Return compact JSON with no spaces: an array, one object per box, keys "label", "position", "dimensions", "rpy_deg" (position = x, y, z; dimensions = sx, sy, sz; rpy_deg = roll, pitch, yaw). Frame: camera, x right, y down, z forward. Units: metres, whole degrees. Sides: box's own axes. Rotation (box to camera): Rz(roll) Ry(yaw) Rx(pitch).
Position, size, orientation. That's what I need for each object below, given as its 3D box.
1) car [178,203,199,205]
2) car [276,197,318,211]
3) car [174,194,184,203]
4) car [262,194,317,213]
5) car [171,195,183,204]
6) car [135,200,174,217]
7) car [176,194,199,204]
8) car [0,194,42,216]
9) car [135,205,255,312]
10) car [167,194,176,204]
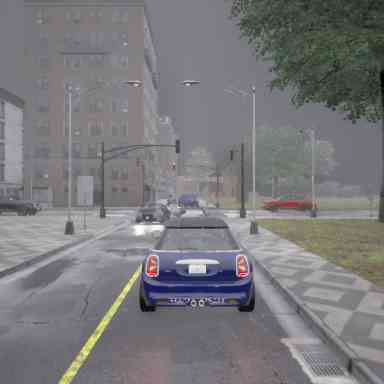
[{"label":"car","position":[0.020,1.537,17.550],"dimensions":[1.812,1.442,4.674],"rpy_deg":[0,0,1]},{"label":"car","position":[12.954,1.450,41.162],"dimensions":[4.553,1.767,2.097],"rpy_deg":[0,-1,0]},{"label":"car","position":[-2.915,1.373,76.118],"dimensions":[2.150,2.045,5.566],"rpy_deg":[0,0,0]},{"label":"car","position":[10.786,1.281,37.861],"dimensions":[5.566,2.045,2.150],"rpy_deg":[0,-1,-1]},{"label":"car","position":[-2.926,1.460,65.529],"dimensions":[2.097,1.767,4.553],"rpy_deg":[0,0,0]},{"label":"car","position":[-2.842,1.579,24.783],"dimensions":[1.994,1.385,4.181],"rpy_deg":[0,0,7]},{"label":"car","position":[-0.449,1.274,48.302],"dimensions":[2.150,2.045,5.566],"rpy_deg":[-1,0,-10]},{"label":"car","position":[-17.133,1.190,31.120],"dimensions":[5.566,2.045,2.150],"rpy_deg":[0,-1,0]},{"label":"car","position":[0.094,1.355,7.877],"dimensions":[2.097,1.767,4.553],"rpy_deg":[0,0,0]},{"label":"car","position":[-2.976,1.297,55.732],"dimensions":[2.150,2.045,5.566],"rpy_deg":[0,0,-2]}]
